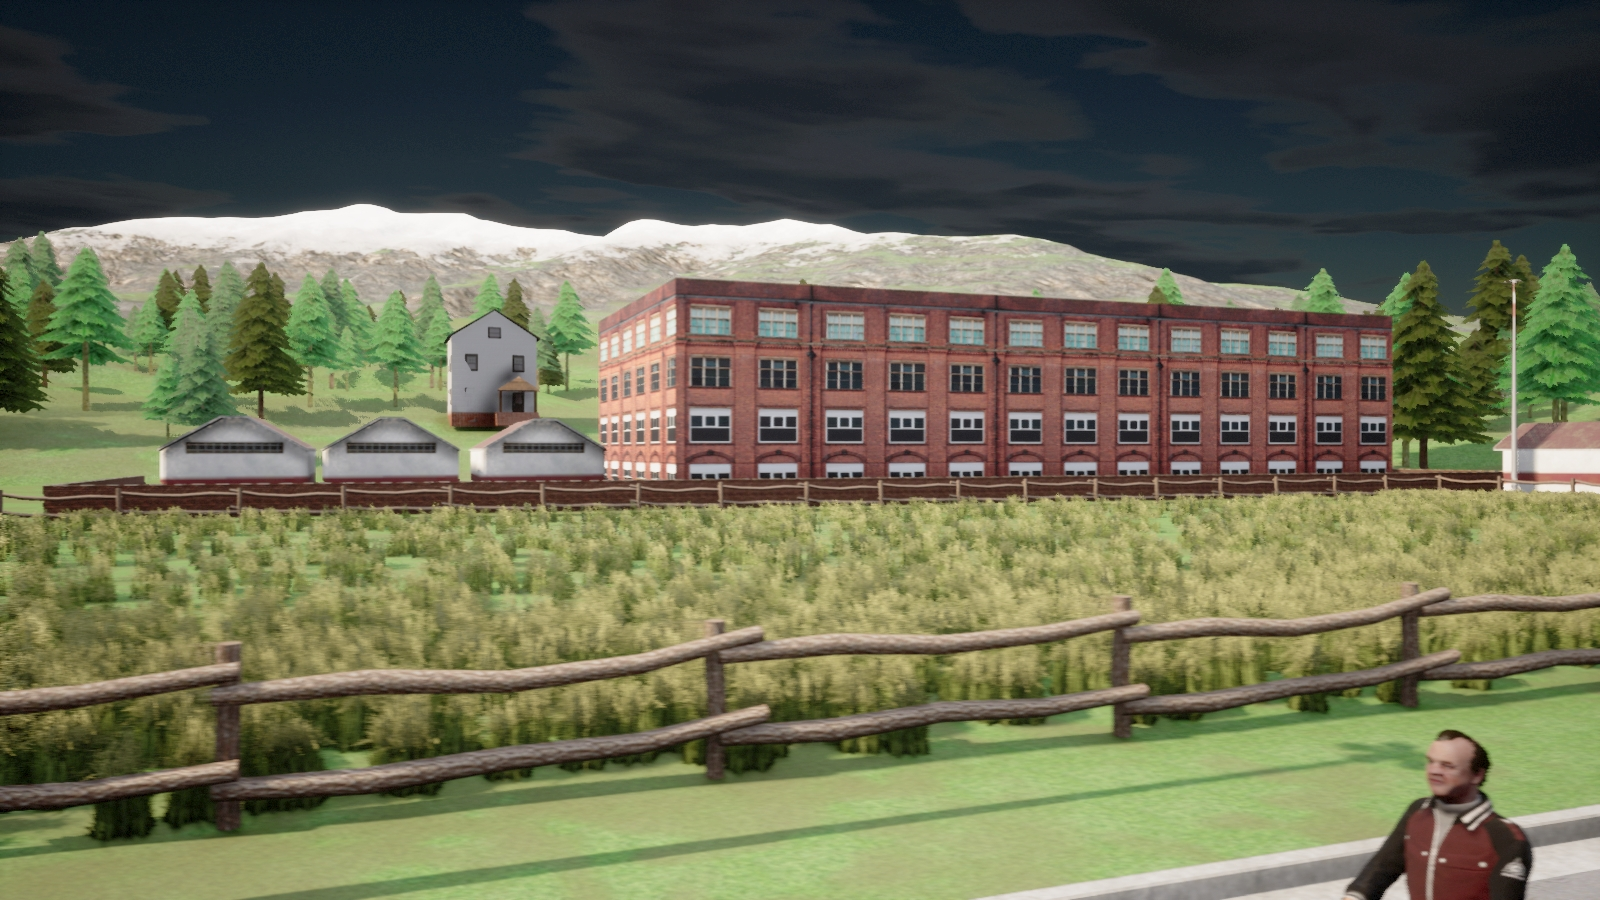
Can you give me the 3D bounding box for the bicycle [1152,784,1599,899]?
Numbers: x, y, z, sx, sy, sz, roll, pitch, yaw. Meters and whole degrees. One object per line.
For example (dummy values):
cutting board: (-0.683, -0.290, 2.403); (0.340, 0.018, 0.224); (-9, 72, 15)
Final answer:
bicycle: (2.123, 2.059, 4.065); (1.835, 1.471, 0.329); (0, 0, -20)
